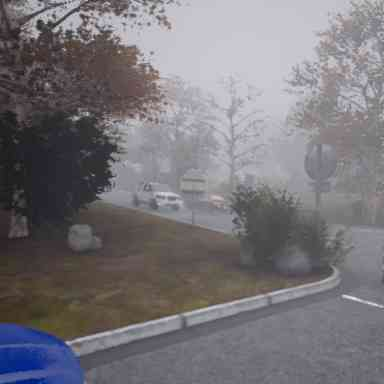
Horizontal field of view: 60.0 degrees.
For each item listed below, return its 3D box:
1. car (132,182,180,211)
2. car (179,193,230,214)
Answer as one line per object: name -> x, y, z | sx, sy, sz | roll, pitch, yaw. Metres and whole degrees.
car -> -2.872, 0.281, 26.345 | 2.150, 2.045, 5.566 | 2, 2, -33
car -> 1.202, 0.839, 26.334 | 1.812, 1.442, 4.674 | 2, 2, -33
